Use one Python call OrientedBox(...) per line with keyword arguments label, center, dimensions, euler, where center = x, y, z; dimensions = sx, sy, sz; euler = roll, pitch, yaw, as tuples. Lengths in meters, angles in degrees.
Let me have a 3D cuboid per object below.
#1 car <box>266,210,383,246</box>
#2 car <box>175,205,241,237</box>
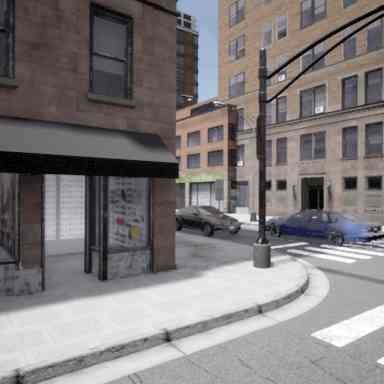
OrientedBox(label="car", center=(5.700, 1.509, 15.198), dimensions=(2.033, 1.411, 5.357), euler=(0, 0, -40))
OrientedBox(label="car", center=(0.600, 1.444, 17.920), dimensions=(1.812, 1.442, 4.674), euler=(0, 0, -34))
